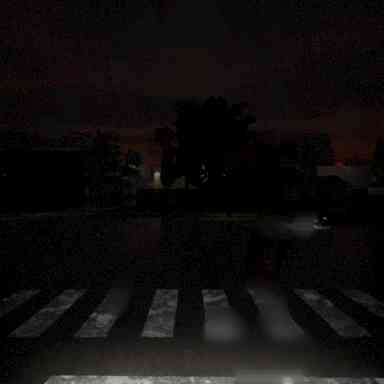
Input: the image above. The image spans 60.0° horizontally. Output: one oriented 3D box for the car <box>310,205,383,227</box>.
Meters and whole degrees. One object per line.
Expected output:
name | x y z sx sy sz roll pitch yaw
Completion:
car | 10.859 1.572 22.508 5.357 1.411 2.033 0 0 -10
